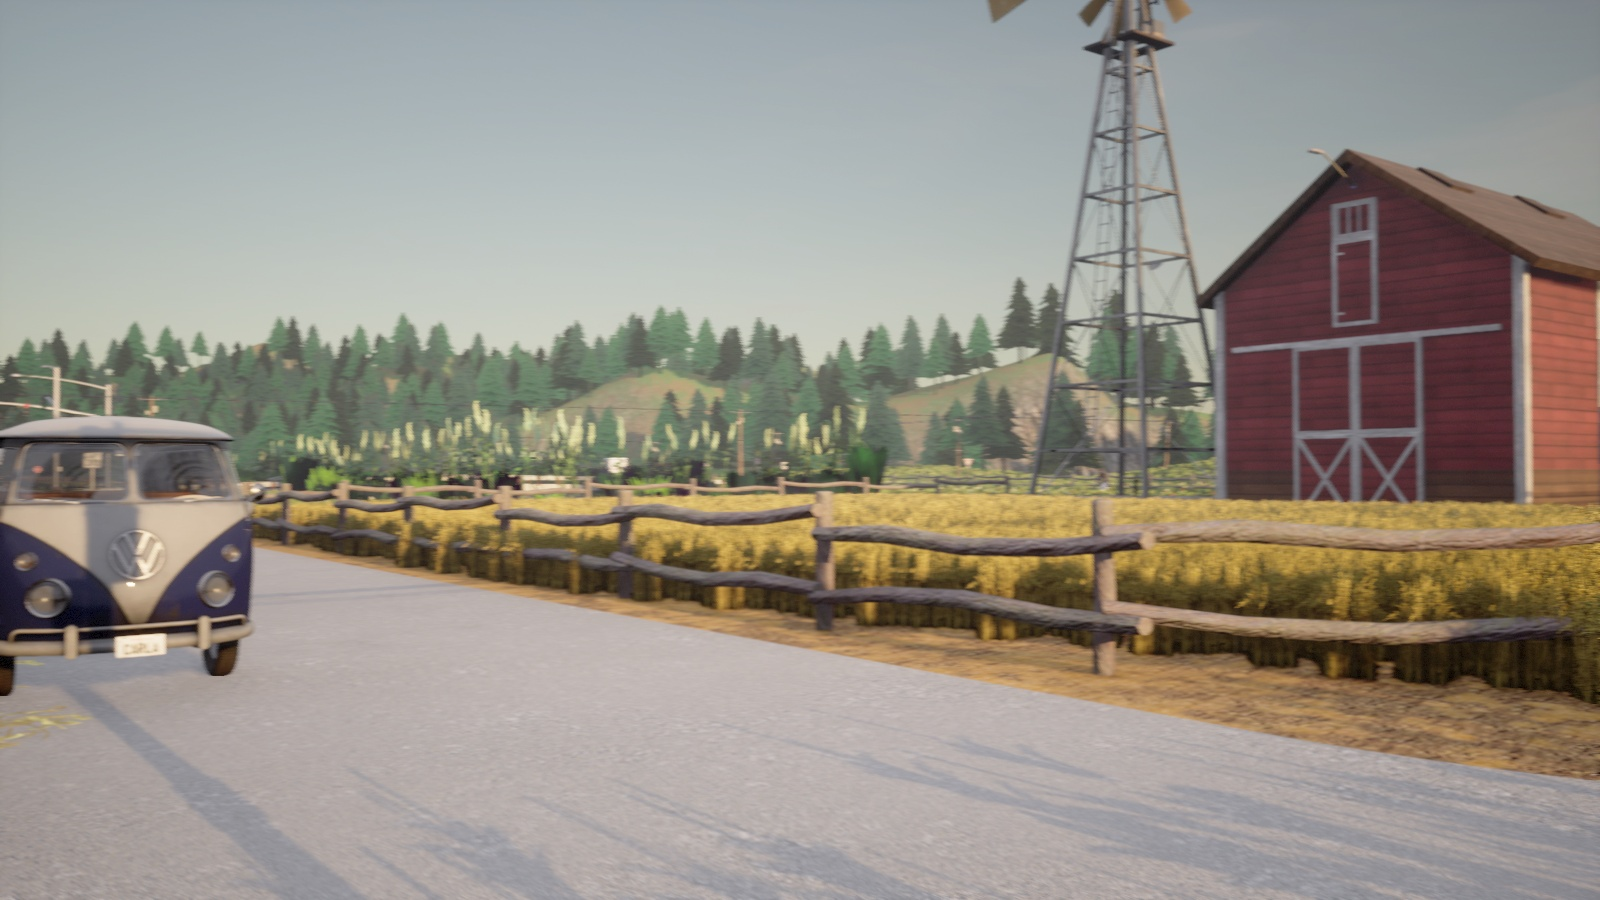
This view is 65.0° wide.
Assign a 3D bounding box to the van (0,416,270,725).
[{"bbox_3d":[-5.877,0.812,10.297,1.775,1.987,4.442,0,-1,-37],"label":"van"}]
